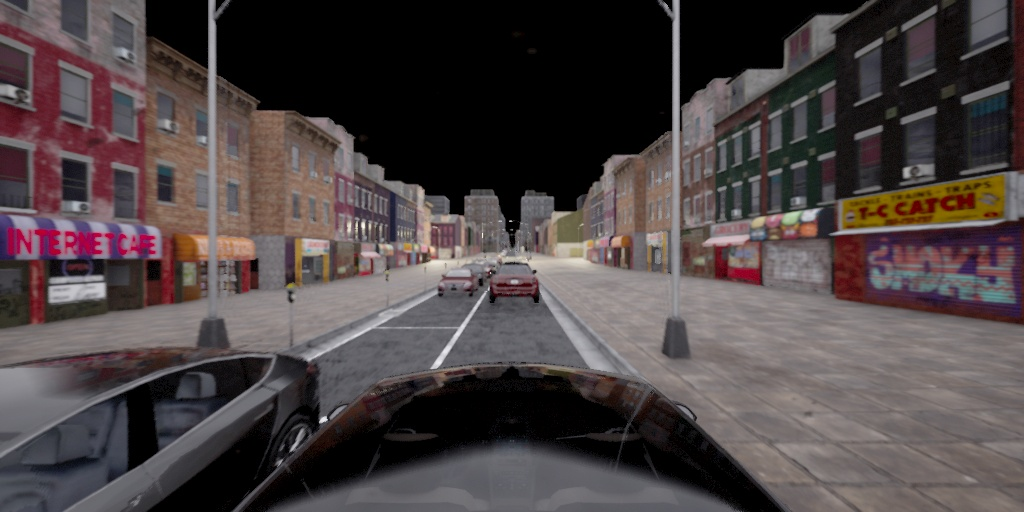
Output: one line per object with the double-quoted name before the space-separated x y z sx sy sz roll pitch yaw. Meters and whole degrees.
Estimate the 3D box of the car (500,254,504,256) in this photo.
"car" -2.615 0.764 57.065 1.888 1.381 4.507 0 0 0

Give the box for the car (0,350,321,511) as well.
"car" -2.637 1.315 1.685 1.948 1.339 4.313 0 0 0

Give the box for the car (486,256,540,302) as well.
"car" 0.105 1.034 16.512 2.097 1.767 4.553 0 0 0

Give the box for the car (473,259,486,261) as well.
"car" -2.626 1.016 29.376 1.967 1.591 4.097 0 0 0

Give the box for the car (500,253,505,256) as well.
"car" -2.612 0.661 62.601 1.888 1.381 4.507 0 0 0

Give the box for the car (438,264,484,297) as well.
"car" -2.630 1.250 18.309 1.802 1.307 4.207 0 0 0

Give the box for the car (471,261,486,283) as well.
"car" -2.628 1.188 23.843 1.948 1.339 4.313 0 0 0
